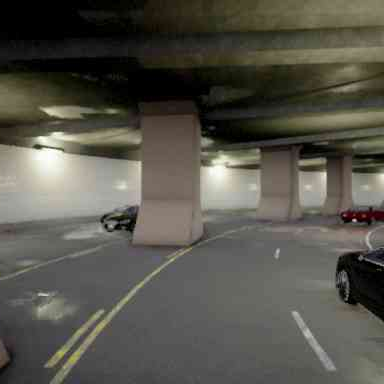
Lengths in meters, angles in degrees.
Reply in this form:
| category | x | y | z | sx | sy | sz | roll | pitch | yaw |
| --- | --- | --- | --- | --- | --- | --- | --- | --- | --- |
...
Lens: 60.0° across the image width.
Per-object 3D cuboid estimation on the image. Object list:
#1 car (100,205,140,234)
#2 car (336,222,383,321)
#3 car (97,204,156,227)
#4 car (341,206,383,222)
| category | x | y | z | sx | sy | sz | roll | pitch | yaw |
| --- | --- | --- | --- | --- | --- | --- | --- | --- | --- |
| car | -3.211 | 1.552 | 19.729 | 2.128 | 1.511 | 4.902 | 0 | 0 | 26 |
| car | 3.876 | 1.508 | 5.224 | 2.128 | 1.511 | 4.902 | 0 | 0 | 4 |
| car | -4.676 | 1.638 | 24.389 | 1.994 | 1.385 | 4.181 | 0 | 0 | 30 |
| car | 12.835 | 1.675 | 24.609 | 4.718 | 1.301 | 1.895 | 0 | 0 | -45 |
